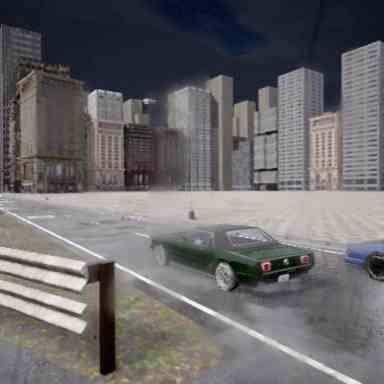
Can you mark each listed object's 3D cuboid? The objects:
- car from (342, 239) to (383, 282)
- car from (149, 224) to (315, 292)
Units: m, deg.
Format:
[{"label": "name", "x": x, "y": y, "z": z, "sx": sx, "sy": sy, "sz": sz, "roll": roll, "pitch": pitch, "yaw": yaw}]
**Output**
[{"label": "car", "x": 6.105, "y": 1.440, "z": 7.028, "sx": 2.033, "sy": 1.411, "sz": 5.357, "roll": -1, "pitch": 0, "yaw": -34}, {"label": "car", "x": 0.668, "y": 1.506, "z": 8.793, "sx": 1.895, "sy": 1.301, "sz": 4.718, "roll": -1, "pitch": 0, "yaw": -34}]
